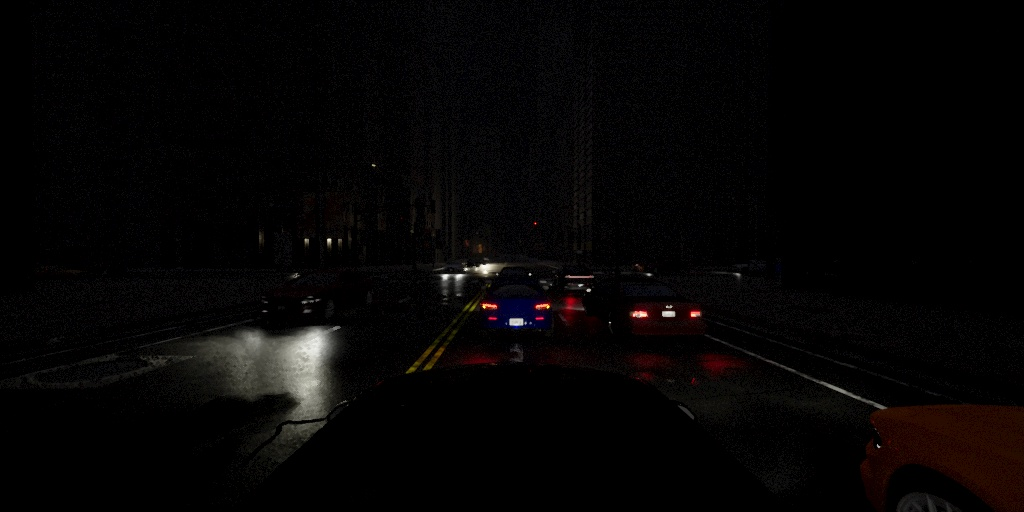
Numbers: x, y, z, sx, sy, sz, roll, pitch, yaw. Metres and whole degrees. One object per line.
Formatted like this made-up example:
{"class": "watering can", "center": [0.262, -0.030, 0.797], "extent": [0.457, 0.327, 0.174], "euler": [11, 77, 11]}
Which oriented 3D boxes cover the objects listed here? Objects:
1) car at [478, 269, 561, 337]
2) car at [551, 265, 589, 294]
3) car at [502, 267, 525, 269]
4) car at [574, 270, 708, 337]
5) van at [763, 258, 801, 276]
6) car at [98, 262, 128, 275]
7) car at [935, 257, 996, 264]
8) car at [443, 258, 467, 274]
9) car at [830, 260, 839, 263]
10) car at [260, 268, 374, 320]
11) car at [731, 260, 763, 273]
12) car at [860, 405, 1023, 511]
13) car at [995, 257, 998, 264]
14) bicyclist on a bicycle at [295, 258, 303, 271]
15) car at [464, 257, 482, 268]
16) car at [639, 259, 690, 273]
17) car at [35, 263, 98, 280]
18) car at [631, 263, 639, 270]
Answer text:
{"class": "car", "center": [0.091, 1.272, 10.115], "extent": [1.812, 1.442, 4.674], "euler": [0, 0, 0]}
{"class": "car", "center": [3.344, 1.230, 19.962], "extent": [2.128, 1.511, 4.902], "euler": [0, 0, 0]}
{"class": "car", "center": [0.092, 1.286, 19.689], "extent": [2.033, 1.411, 5.357], "euler": [0, 0, 0]}
{"class": "car", "center": [3.349, 1.294, 10.214], "extent": [2.033, 1.411, 5.357], "euler": [0, 0, 0]}
{"class": "van", "center": [27.518, 1.088, 35.237], "extent": [3.998, 1.789, 1.690], "euler": [0, 0, 0]}
{"class": "car", "center": [-46.428, 1.363, 40.685], "extent": [4.507, 1.381, 1.888], "euler": [0, 0, 0]}
{"class": "car", "center": [43.839, 1.171, 35.145], "extent": [4.097, 1.591, 1.967], "euler": [0, 0, 0]}
{"class": "car", "center": [-6.597, 1.247, 40.992], "extent": [1.812, 1.442, 4.674], "euler": [0, 0, 0]}
{"class": "car", "center": [32.959, 1.323, 35.206], "extent": [4.207, 1.307, 1.802], "euler": [0, 0, 0]}
{"class": "car", "center": [-6.599, 1.222, 12.756], "extent": [1.882, 1.535, 5.008], "euler": [0, 0, 0]}
{"class": "car", "center": [27.652, 1.186, 41.072], "extent": [4.674, 1.442, 1.812], "euler": [0, 1, 0]}
{"class": "car", "center": [3.349, 1.228, 0.390], "extent": [1.882, 1.535, 5.008], "euler": [0, 0, 0]}
{"class": "car", "center": [49.280, 1.049, 35.115], "extent": [5.009, 1.841, 2.192], "euler": [0, 0, 0]}
{"class": "bicyclist on a bicycle", "center": [-25.888, 1.003, 43.552], "extent": [0.582, 1.620, 1.656], "euler": [0, 1, 0]}
{"class": "car", "center": [-6.578, 1.189, 60.243], "extent": [1.882, 1.535, 5.008], "euler": [0, 0, 0]}
{"class": "car", "center": [17.712, 1.149, 41.143], "extent": [5.008, 1.535, 1.882], "euler": [0, 1, 0]}
{"class": "car", "center": [-40.834, 1.450, 32.165], "extent": [4.829, 1.417, 1.751], "euler": [0, 0, 0]}
{"class": "car", "center": [16.682, 1.073, 43.822], "extent": [4.097, 1.591, 1.967], "euler": [0, 0, 0]}
